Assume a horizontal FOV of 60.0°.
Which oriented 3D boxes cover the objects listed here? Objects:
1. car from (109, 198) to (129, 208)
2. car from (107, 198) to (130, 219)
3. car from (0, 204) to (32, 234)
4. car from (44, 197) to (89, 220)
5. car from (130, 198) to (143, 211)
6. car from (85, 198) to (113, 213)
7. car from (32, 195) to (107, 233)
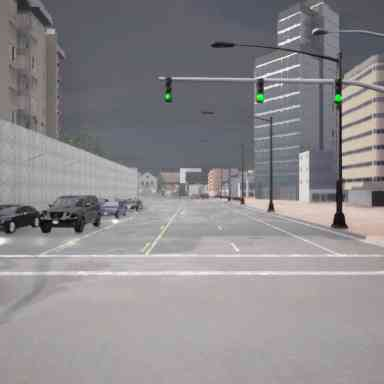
[{"bbox_3d":[-10.576,1.597,48.377,1.895,1.301,4.718,0,0,0],"label":"car"},{"bbox_3d":[-7.111,1.523,29.704,1.812,1.442,4.674,0,0,0],"label":"car"},{"bbox_3d":[-10.608,1.503,19.431,1.837,1.490,4.892,0,0,0],"label":"car"},{"bbox_3d":[-10.611,1.350,28.499,2.097,1.767,4.553,0,0,0],"label":"car"},{"bbox_3d":[-7.107,1.489,40.046,2.128,1.511,4.902,0,0,0],"label":"car"},{"bbox_3d":[-10.609,1.502,38.317,1.837,1.490,4.892,0,0,0],"label":"car"},{"bbox_3d":[-7.105,1.220,20.063,2.150,2.045,5.566,0,0,0],"label":"car"}]
